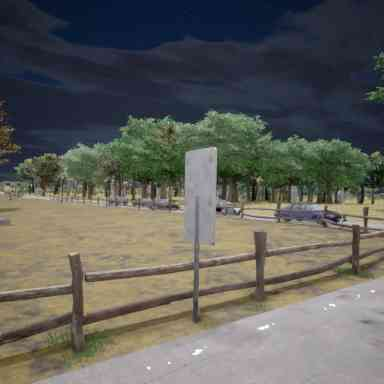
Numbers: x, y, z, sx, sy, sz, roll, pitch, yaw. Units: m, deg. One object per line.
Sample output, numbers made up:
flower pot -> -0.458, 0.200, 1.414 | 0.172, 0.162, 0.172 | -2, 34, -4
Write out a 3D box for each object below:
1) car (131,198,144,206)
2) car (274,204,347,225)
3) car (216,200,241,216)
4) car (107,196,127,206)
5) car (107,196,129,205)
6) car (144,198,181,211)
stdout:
car -> -7.720, 1.629, 52.583 | 2.033, 1.411, 5.357 | 2, -1, -35
car -> 8.586, 1.568, 24.671 | 2.033, 1.411, 5.357 | 2, -1, -34
car -> 2.806, 1.509, 32.833 | 2.128, 1.511, 4.902 | 2, -1, -35
car -> -12.420, 1.422, 54.357 | 1.837, 1.490, 4.892 | 2, -1, -35
car -> -13.569, 1.555, 60.701 | 2.128, 1.511, 4.902 | 2, -1, -35
car -> -3.524, 1.560, 41.715 | 2.033, 1.411, 5.357 | 2, -1, -35
